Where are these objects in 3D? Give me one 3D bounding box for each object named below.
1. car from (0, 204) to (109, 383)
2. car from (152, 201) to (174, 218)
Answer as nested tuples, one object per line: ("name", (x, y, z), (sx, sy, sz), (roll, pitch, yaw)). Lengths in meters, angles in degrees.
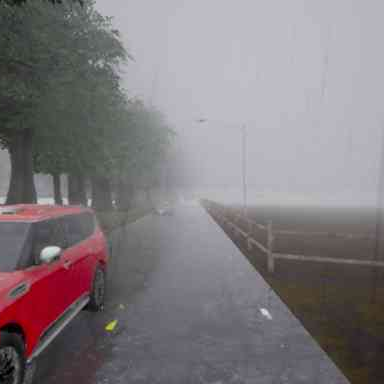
("car", (-2.842, 1.242, 4.915), (2.150, 2.045, 5.566), (0, -1, 0))
("car", (-2.762, 1.646, 32.368), (2.128, 1.511, 4.902), (0, 0, 0))
